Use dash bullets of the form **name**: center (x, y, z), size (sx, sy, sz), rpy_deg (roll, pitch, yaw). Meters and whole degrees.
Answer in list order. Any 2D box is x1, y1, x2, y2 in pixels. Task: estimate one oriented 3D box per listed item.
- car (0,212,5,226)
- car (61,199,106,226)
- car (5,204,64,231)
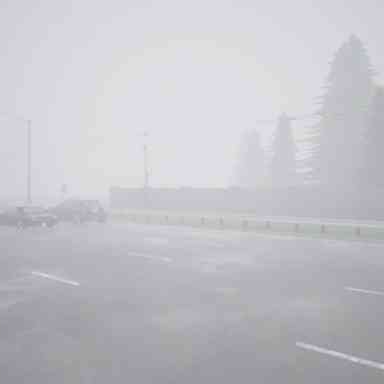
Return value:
- **car**: center (-11.427, 1.417, 16.429), size (4.674, 1.442, 1.812), rpy_deg (0, 0, 35)
- **car**: center (-7.930, 1.240, 22.550), size (4.553, 1.767, 2.097), rpy_deg (0, 0, 36)
- **car**: center (-9.997, 1.488, 19.727), size (4.718, 1.301, 1.895), rpy_deg (0, 0, 36)
